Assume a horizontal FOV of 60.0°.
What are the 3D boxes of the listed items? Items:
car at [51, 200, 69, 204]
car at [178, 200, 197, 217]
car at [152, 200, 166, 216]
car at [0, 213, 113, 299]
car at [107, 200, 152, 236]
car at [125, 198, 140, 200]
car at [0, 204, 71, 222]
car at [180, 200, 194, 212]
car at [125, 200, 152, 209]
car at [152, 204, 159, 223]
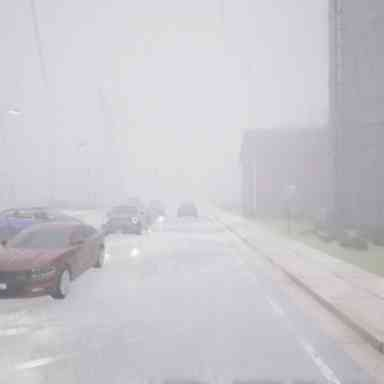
[{"bbox_3d":[-21.744,2.077,54.307,3.905,1.438,1.784,0,0,0],"label":"car"},{"bbox_3d":[-0.449,1.869,34.723,1.994,1.385,4.181,0,0,0],"label":"car"},{"bbox_3d":[-4.042,1.684,36.462,2.097,1.767,4.553,0,0,-1],"label":"car"},{"bbox_3d":[-3.714,1.571,8.915,1.882,1.535,5.008,0,-1,-1],"label":"car"},{"bbox_3d":[-3.872,1.540,19.816,2.097,1.767,4.553,0,0,-1],"label":"car"},{"bbox_3d":[-8.196,1.712,42.148,3.866,1.878,1.905,0,0,0],"label":"car"},{"bbox_3d":[-7.967,1.668,17.942,4.611,1.667,2.242,0,0,0],"label":"car"},{"bbox_3d":[-0.653,1.887,46.771,1.882,1.535,5.008,0,0,0],"label":"car"},{"bbox_3d":[-8.891,2.024,55.622,4.193,1.474,1.816,0,0,0],"label":"car"},{"bbox_3d":[-3.866,1.846,25.590,1.895,1.301,4.718,0,0,-1],"label":"car"}]
